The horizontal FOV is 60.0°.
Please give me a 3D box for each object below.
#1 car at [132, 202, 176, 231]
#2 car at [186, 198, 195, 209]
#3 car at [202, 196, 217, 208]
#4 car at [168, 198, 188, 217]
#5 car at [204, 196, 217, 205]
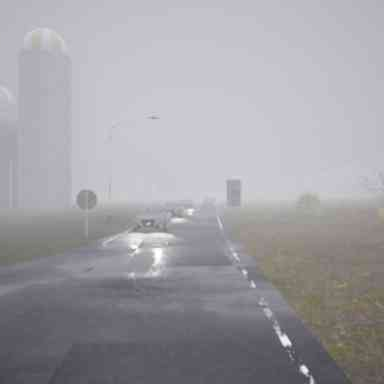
[{"bbox_3d":[-2.353,1.571,20.435,1.994,1.385,4.181,0,0,2],"label":"car"},{"bbox_3d":[-0.708,1.564,45.313,1.994,1.385,4.181,0,0,5],"label":"car"},{"bbox_3d":[2.364,1.547,47.055,2.033,1.411,5.357,0,0,5],"label":"car"},{"bbox_3d":[-1.794,1.569,30.754,1.994,1.385,4.181,0,0,3],"label":"car"},{"bbox_3d":[3.366,1.486,60.100,2.128,1.511,4.902,0,0,5],"label":"car"}]
